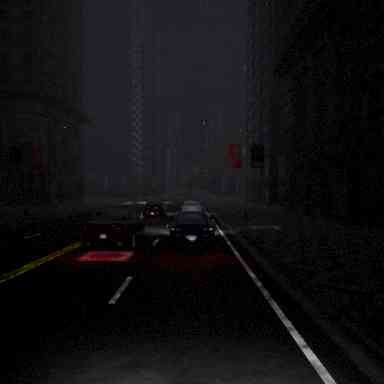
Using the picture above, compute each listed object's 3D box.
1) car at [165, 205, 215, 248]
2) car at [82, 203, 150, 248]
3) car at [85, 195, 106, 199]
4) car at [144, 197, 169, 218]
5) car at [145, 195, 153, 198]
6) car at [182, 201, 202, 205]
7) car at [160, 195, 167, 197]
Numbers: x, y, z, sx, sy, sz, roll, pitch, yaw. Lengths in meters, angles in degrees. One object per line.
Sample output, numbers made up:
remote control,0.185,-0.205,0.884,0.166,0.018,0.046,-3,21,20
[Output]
car,0.000,1.528,14.651,1.812,1.442,4.674,0,0,0
car,-3.250,1.480,14.651,1.882,1.535,5.008,0,0,0
car,-26.030,1.383,91.365,4.507,1.381,1.887,0,0,0
car,-3.250,1.508,29.652,1.837,1.490,4.892,0,0,0
car,-9.750,1.447,76.415,2.128,1.511,4.902,0,0,0
car,0.000,1.525,29.652,1.812,1.442,4.674,0,0,0
car,-6.500,1.446,76.415,1.812,1.442,4.674,0,0,0
